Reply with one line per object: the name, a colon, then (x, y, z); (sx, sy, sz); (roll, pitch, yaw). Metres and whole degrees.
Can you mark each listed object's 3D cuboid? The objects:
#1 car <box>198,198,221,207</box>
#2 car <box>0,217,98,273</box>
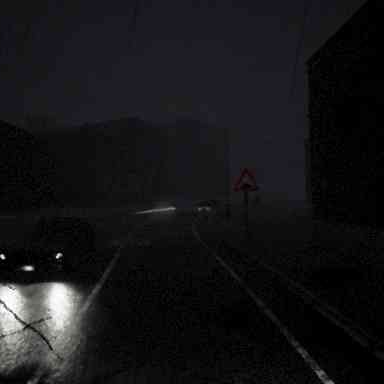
car: (2.695, 1.614, 51.575); (1.895, 1.301, 4.718); (-3, -1, 29)
car: (-4.418, 1.564, 11.112); (2.033, 1.411, 5.357); (0, 0, -6)
